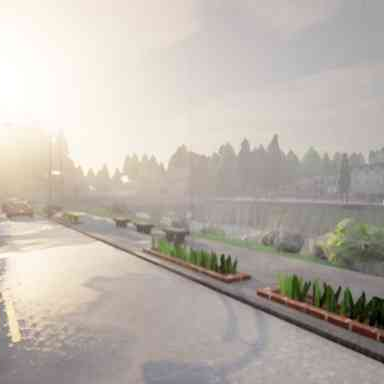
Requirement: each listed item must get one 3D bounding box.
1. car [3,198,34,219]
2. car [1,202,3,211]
[{"bbox_3d":[-15.357,1.557,29.609,1.994,1.385,4.181,0,0,-31],"label":"car"},{"bbox_3d":[-20.652,1.495,38.159,1.837,1.490,4.892,0,0,-32],"label":"car"}]
